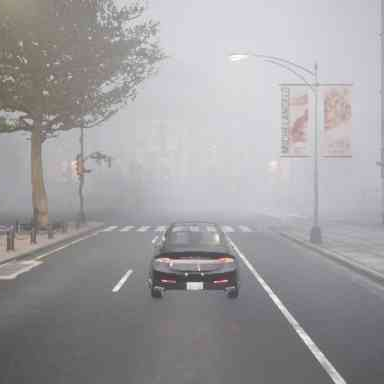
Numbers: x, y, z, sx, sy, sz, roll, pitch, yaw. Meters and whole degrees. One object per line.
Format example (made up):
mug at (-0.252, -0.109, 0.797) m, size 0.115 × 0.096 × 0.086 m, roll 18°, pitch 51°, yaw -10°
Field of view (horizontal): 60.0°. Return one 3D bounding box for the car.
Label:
car at (0.064, 1.492, 8.467) m, size 2.128 × 1.511 × 4.902 m, roll 0°, pitch 0°, yaw 0°
